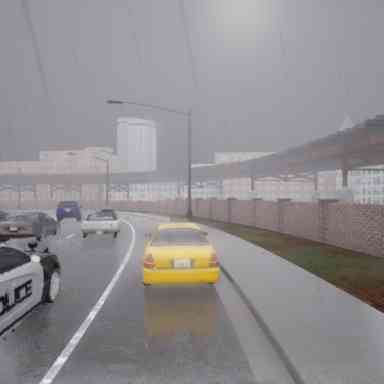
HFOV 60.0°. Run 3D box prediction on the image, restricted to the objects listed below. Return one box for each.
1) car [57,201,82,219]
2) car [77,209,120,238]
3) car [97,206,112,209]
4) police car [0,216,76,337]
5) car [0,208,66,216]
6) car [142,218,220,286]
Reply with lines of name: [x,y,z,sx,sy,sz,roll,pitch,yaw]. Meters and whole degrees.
car: [-12.271,1.890,33.218,2.150,2.045,5.566,0,-1,-18]
car: [-5.192,1.847,19.403,1.895,1.301,4.718,0,-1,-10]
car: [-9.296,2.211,35.278,1.837,1.490,4.892,0,-1,-19]
police car: [-3.638,1.443,5.233,1.930,1.638,5.238,0,0,-3]
car: [-8.375,1.755,17.384,2.033,1.411,5.357,0,-1,-9]
car: [-0.421,1.516,9.572,1.801,1.575,5.366,0,-1,-5]
